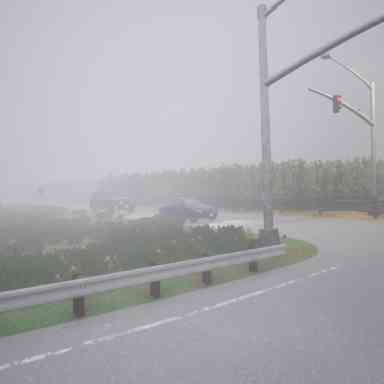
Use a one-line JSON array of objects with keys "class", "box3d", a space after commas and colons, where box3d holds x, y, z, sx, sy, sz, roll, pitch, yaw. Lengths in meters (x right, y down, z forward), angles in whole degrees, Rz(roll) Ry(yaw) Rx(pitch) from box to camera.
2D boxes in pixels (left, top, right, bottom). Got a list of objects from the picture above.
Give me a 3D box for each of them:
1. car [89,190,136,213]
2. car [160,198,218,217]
[{"class": "car", "box3d": [-7.296, 0.850, 29.983, 2.150, 2.045, 5.566, -3, 2, -41]}, {"class": "car", "box3d": [-0.363, 1.113, 21.920, 1.812, 1.442, 4.674, -3, 2, -41]}]
